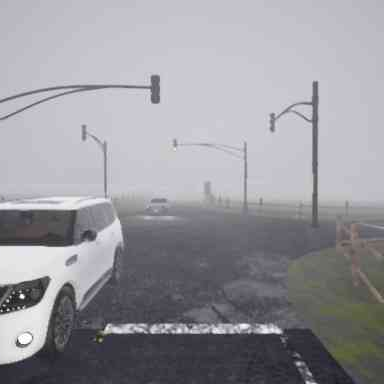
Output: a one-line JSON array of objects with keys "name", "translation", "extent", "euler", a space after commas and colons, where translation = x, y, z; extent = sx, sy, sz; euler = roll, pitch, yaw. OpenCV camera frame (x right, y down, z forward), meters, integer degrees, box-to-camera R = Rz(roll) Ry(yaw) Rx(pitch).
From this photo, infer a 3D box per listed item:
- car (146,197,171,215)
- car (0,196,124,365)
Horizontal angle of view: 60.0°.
[{"name": "car", "translation": [-2.791, 1.169, 28.409], "extent": [1.812, 1.442, 4.674], "euler": [0, 1, 0]}, {"name": "car", "translation": [-2.753, 1.145, 6.192], "extent": [2.150, 2.045, 5.566], "euler": [0, 1, 0]}]
